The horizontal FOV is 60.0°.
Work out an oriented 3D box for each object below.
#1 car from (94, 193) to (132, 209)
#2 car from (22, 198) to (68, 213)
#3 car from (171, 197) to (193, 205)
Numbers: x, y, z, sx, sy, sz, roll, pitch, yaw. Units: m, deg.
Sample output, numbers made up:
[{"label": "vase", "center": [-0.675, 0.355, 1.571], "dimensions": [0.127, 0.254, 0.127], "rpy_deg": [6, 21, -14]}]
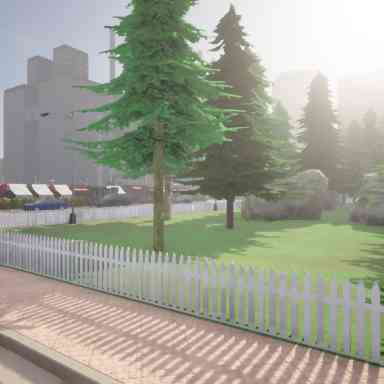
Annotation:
[{"label": "car", "center": [-10.847, 1.218, 46.038], "dimensions": [2.150, 2.045, 5.566], "rpy_deg": [0, 0, 34]}, {"label": "car", "center": [-16.542, 1.478, 37.612], "dimensions": [1.882, 1.535, 5.008], "rpy_deg": [0, 0, 34]}, {"label": "car", "center": [-1.788, 1.351, 59.290], "dimensions": [2.097, 1.767, 4.553], "rpy_deg": [0, 0, 34]}]
